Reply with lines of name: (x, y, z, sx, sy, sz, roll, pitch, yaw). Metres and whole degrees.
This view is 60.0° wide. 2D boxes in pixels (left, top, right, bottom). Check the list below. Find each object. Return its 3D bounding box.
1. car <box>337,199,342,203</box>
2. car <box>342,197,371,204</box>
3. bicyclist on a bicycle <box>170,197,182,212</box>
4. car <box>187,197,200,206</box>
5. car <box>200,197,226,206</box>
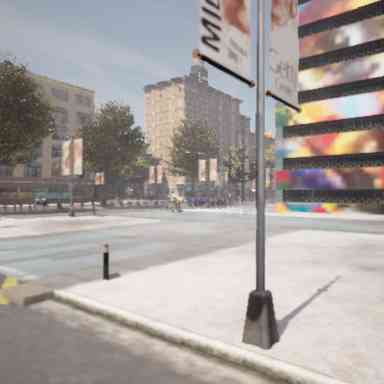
car: (21.968, 1.515, 47.247, 2.161, 1.482, 4.786, 0, 0, 38)
car: (17.777, 1.398, 35.073, 2.002, 1.452, 4.674, 0, 0, 38)
bicyclist on a bicycle: (-1.720, 1.349, 35.316, 1.656, 1.620, 0.582, 0, 0, 38)
car: (1.025, 1.610, 57.467, 1.812, 1.442, 4.674, 0, 0, 38)
car: (3.794, 1.611, 55.325, 1.812, 1.442, 4.674, 0, 0, 38)
